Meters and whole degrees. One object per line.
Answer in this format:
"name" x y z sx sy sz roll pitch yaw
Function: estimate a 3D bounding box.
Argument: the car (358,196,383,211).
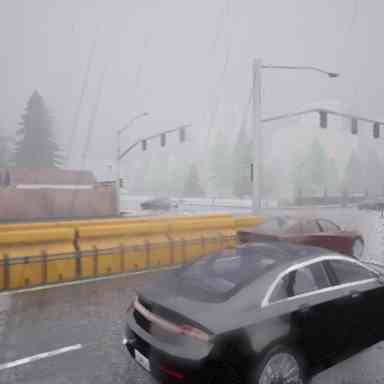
"car" 22.855 1.343 41.759 4.553 1.767 2.097 0 0 -35

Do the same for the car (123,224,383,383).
"car" 1.465 1.491 4.793 4.902 1.511 2.128 0 0 -35

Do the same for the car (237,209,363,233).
"car" 3.604 1.476 10.730 5.008 1.535 1.882 0 0 -37

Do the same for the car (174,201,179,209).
"car" -3.624 1.488 44.827 2.128 1.511 4.902 0 0 -33

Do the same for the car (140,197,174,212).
"car" -4.374 1.598 39.586 1.895 1.301 4.718 0 0 -33
